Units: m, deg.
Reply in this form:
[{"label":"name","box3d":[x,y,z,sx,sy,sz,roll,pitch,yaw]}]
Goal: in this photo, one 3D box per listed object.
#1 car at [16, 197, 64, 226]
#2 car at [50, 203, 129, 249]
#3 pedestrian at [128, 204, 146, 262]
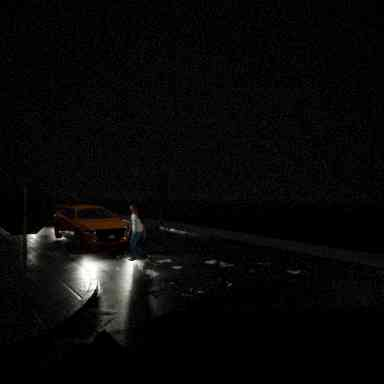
[{"label":"car","box3d":[-10.102,1.174,21.860,1.882,1.535,5.008,1,0,-36]},{"label":"car","box3d":[-4.346,1.300,13.942,1.882,1.535,5.008,1,0,-36]},{"label":"pedestrian","box3d":[-1.709,1.175,10.231,0.375,1.860,0.375,1,-1,-36]}]
